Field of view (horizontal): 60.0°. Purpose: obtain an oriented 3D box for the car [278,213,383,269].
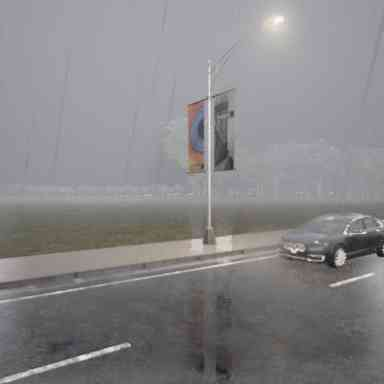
[{"bbox_3d":[4.975,1.507,11.252,4.892,1.490,1.837,0,0,-36],"label":"car"}]
